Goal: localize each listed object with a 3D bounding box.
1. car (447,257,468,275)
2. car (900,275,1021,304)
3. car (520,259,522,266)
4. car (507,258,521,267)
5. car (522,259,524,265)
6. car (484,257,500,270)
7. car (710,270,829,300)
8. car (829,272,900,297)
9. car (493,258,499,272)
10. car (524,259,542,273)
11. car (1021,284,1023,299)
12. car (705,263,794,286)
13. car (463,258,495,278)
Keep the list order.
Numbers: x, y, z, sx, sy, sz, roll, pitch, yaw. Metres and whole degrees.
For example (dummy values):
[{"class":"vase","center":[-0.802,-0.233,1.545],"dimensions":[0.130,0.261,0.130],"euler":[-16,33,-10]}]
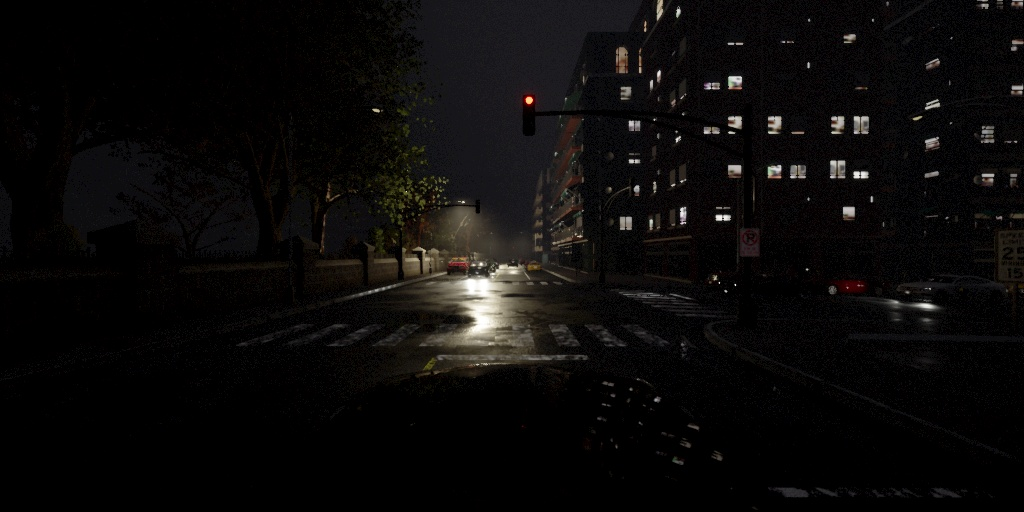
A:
[{"class":"car","center":[-5.651,1.070,38.517],"dimensions":[2.192,1.841,5.009],"euler":[0,0,0]},{"class":"car","center":[23.664,1.723,19.333],"dimensions":[4.674,1.442,1.812],"euler":[1,0,0]},{"class":"car","center":[2.747,1.316,55.115],"dimensions":[2.007,1.370,4.403],"euler":[0,0,0]},{"class":"car","center":[0.166,1.320,64.291],"dimensions":[2.033,1.411,5.357],"euler":[0,0,-1]},{"class":"car","center":[2.741,1.307,49.579],"dimensions":[1.888,1.381,4.507],"euler":[0,0,0]},{"class":"car","center":[-3.034,1.117,54.558],"dimensions":[2.097,1.767,4.553],"euler":[0,0,0]},{"class":"car","center":[13.722,1.618,19.315],"dimensions":[4.718,1.301,1.895],"euler":[1,0,0]},{"class":"car","center":[20.314,1.671,21.923],"dimensions":[4.507,1.381,1.888],"euler":[0,0,0]},{"class":"car","center":[-3.056,1.110,43.911],"dimensions":[2.097,1.767,4.553],"euler":[0,0,0]},{"class":"car","center":[2.735,1.283,44.214],"dimensions":[1.751,1.417,4.829],"euler":[0,0,0]},{"class":"car","center":[31.536,1.858,21.946],"dimensions":[4.829,1.417,1.751],"euler":[0,0,0]},{"class":"car","center":[14.619,1.338,21.911],"dimensions":[5.009,1.841,2.192],"euler":[0,0,0]},{"class":"car","center":[-3.073,1.245,34.118],"dimensions":[2.128,1.511,4.902],"euler":[0,0,-1]}]
